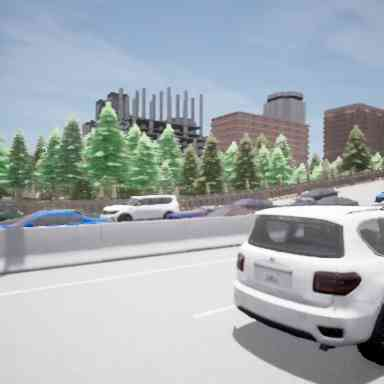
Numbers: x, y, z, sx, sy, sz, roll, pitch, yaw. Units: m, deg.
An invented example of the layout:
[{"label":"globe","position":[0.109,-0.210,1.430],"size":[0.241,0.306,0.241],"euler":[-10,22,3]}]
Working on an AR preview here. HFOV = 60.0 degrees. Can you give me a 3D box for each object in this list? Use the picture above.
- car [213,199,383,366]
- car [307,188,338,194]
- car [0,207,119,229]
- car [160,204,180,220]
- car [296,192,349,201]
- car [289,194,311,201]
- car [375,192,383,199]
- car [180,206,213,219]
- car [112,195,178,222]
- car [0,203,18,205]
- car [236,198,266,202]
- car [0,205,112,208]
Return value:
[{"label":"car","position":[3.266,1.257,6.076],"size":[5.566,2.045,2.150],"euler":[0,0,-36]},{"label":"car","position":[13.300,0.401,34.761],"size":[5.008,1.535,1.882],"euler":[-7,4,-35]},{"label":"car","position":[-5.645,1.503,12.822],"size":[5.008,1.535,1.882],"euler":[0,0,-35]},{"label":"car","position":[0.651,1.596,21.536],"size":[4.718,1.301,1.895],"euler":[-2,1,-35]},{"label":"car","position":[10.023,1.101,23.885],"size":[5.008,1.535,1.882],"euler":[-4,2,-35]},{"label":"car","position":[8.765,1.170,27.281],"size":[4.718,1.301,1.895],"euler":[-4,3,-35]},{"label":"car","position":[18.304,0.275,29.724],"size":[5.008,1.535,1.882],"euler":[-7,4,-35]},{"label":"car","position":[1.958,1.537,18.191],"size":[4.674,1.442,1.812],"euler":[-1,1,-35]},{"label":"car","position":[-3.403,1.261,22.959],"size":[5.566,2.045,2.150],"euler":[-1,0,-35]},{"label":"car","position":[-11.256,1.377,17.496],"size":[4.553,1.767,2.097],"euler":[0,0,-34]},{"label":"car","position":[4.846,1.257,28.800],"size":[5.357,1.411,2.033],"euler":[-4,2,-35]},{"label":"car","position":[-6.815,1.525,16.275],"size":[4.902,1.511,2.128],"euler":[0,0,-35]}]
